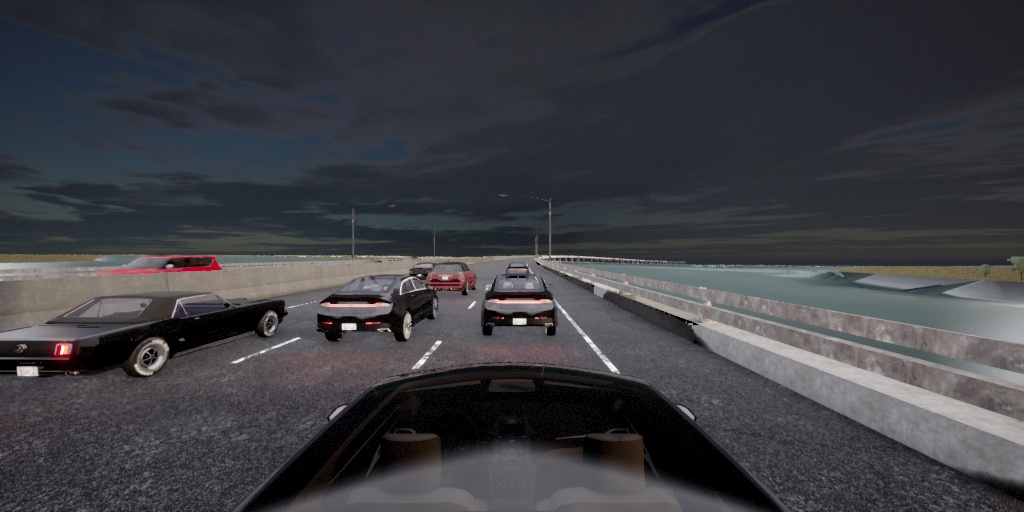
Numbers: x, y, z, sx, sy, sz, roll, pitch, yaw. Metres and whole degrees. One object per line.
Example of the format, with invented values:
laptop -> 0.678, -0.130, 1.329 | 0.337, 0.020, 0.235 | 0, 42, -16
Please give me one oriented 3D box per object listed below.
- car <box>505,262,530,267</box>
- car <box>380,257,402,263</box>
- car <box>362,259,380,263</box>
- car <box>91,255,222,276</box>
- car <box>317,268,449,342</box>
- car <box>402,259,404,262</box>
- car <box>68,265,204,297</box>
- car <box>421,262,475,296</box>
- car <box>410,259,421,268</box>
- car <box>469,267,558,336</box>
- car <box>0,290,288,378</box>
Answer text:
car -> 0.463, 1.241, 30.040 | 2.128, 1.511, 4.902 | 0, 0, 1
car -> -19.915, 0.894, 60.894 | 2.033, 1.411, 5.357 | 0, 0, 2
car -> -23.451, 1.233, 59.939 | 2.128, 1.511, 4.902 | 0, 0, 2
car -> -17.428, 0.973, 17.952 | 2.150, 2.045, 5.566 | 0, 0, 1
car -> -3.324, 1.242, 9.793 | 2.128, 1.511, 4.902 | 0, 0, 1
car -> -16.416, 1.292, 60.788 | 2.033, 1.411, 5.357 | 0, 0, 2
car -> -20.895, 1.300, 20.397 | 2.033, 1.411, 5.357 | 0, 0, 1
car -> -3.204, 1.103, 19.679 | 2.097, 1.767, 4.553 | 0, 0, 2
car -> -6.567, 1.229, 28.136 | 1.882, 1.535, 5.008 | 0, 0, 1
car -> 0.186, 1.242, 10.392 | 2.128, 1.511, 4.902 | 0, 0, 0
car -> -6.852, 1.352, 7.312 | 1.895, 1.301, 4.718 | 0, 0, 1
